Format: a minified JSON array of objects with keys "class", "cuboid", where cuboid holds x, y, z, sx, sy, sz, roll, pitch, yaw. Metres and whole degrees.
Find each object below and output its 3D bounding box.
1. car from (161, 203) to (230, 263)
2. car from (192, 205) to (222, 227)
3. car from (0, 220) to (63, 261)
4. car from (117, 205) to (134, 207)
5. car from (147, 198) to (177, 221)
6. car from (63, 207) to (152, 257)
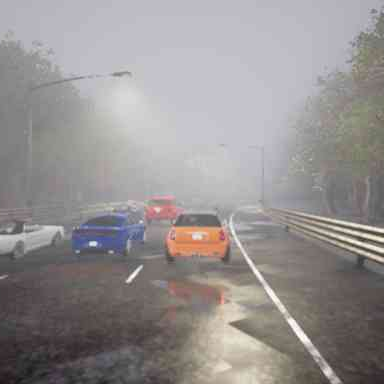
[{"class":"car","cuboid":[0.295,1.465,12.617,2.097,1.767,4.553,0,-1,3]},{"class":"car","cuboid":[1.309,1.784,26.162,2.033,1.411,5.357,0,0,6]},{"class":"car","cuboid":[-6.716,1.706,12.739,1.895,1.301,4.718,0,0,3]},{"class":"car","cuboid":[-5.522,1.795,27.896,1.994,1.385,4.181,0,0,7]},{"class":"car","cuboid":[-2.164,1.454,26.583,2.150,2.045,5.566,0,0,6]},{"class":"car","cuboid":[-3.150,1.595,13.595,1.882,1.535,5.008,0,0,4]}]
